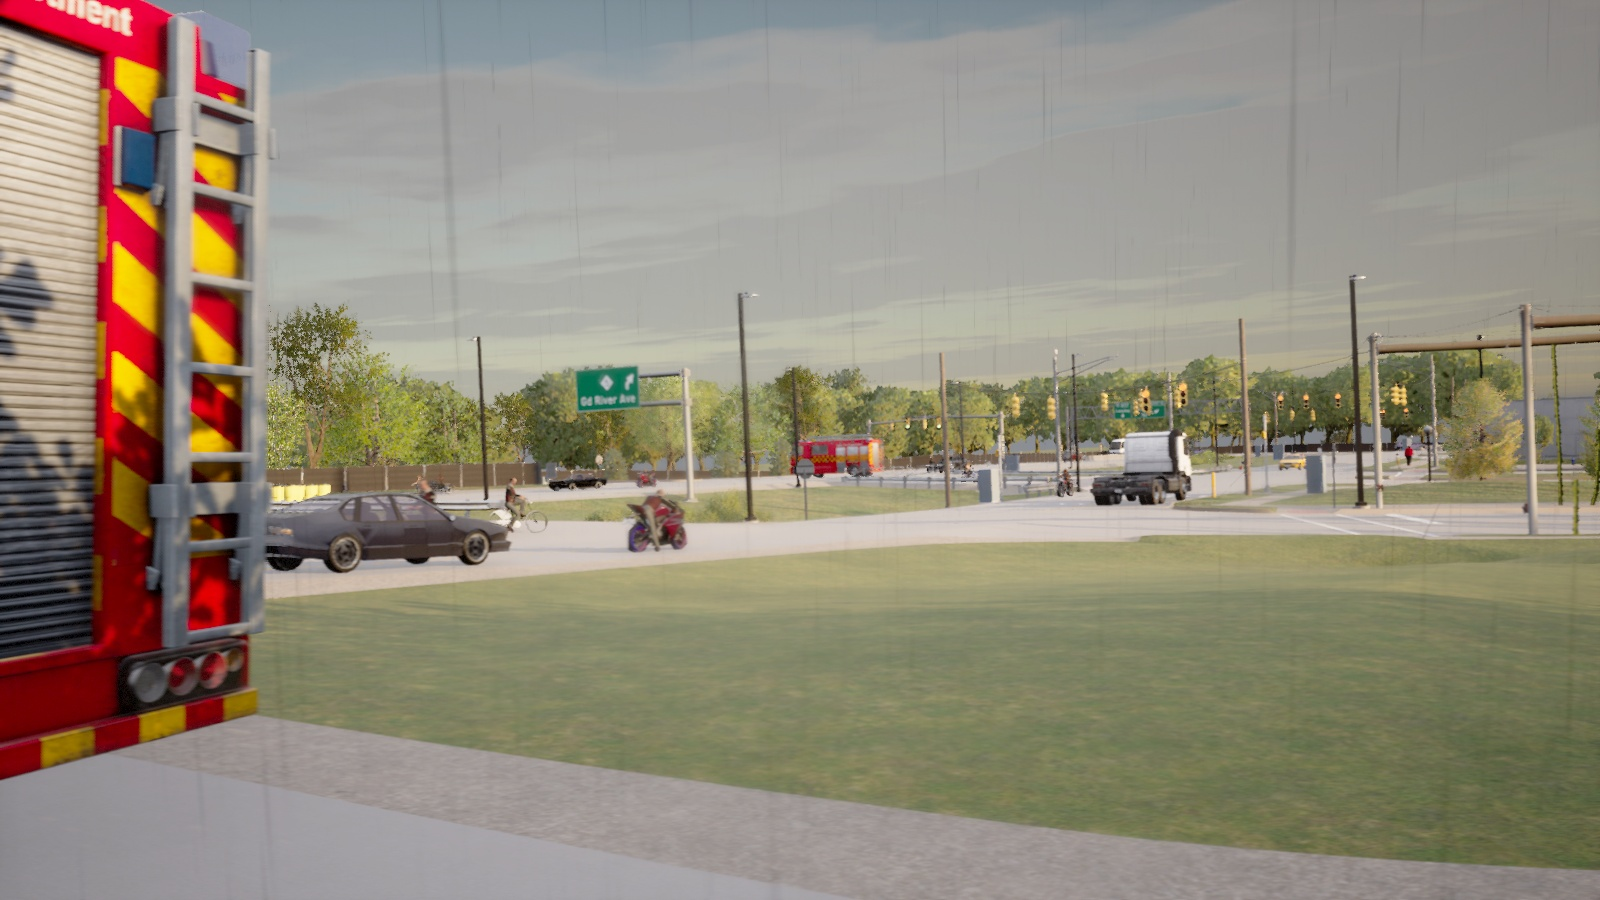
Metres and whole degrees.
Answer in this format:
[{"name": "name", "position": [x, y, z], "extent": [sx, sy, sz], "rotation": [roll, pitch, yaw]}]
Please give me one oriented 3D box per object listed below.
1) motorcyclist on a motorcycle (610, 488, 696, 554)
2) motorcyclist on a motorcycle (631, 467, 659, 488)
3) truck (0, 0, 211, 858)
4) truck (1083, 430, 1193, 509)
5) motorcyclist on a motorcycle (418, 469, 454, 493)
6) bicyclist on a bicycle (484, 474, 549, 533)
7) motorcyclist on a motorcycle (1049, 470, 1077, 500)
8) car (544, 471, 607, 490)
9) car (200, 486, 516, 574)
[{"name": "motorcyclist on a motorcycle", "position": [-3.506, 1.675, 30.101], "extent": [0.866, 1.530, 2.191], "rotation": [-2, -2, 32]}, {"name": "motorcyclist on a motorcycle", "position": [-11.644, 2.053, 94.236], "extent": [0.866, 1.530, 2.191], "rotation": [-2, 0, 31]}, {"name": "truck", "position": [-7.115, -0.456, 5.656], "extent": [8.468, 3.827, 2.891], "rotation": [1, 0, 20]}, {"name": "truck", "position": [16.073, 0.886, 59.328], "extent": [2.891, 3.462, 7.936], "rotation": [-2, -1, 31]}, {"name": "motorcyclist on a motorcycle", "position": [-26.430, 2.263, 91.182], "extent": [2.350, 1.649, 0.766], "rotation": [-1, 0, -40]}, {"name": "bicyclist on a bicycle", "position": [-8.807, 1.655, 39.075], "extent": [1.843, 1.776, 0.659], "rotation": [1, 1, 1]}, {"name": "motorcyclist on a motorcycle", "position": [14.849, 1.968, 70.926], "extent": [0.766, 1.649, 2.350], "rotation": [-2, 0, 31]}, {"name": "car", "position": [-16.550, 2.240, 92.908], "extent": [1.895, 1.301, 4.718], "rotation": [-2, 0, 31]}, {"name": "car", "position": [-7.915, 1.418, 23.097], "extent": [2.033, 1.411, 5.357], "rotation": [-2, -3, 32]}]
